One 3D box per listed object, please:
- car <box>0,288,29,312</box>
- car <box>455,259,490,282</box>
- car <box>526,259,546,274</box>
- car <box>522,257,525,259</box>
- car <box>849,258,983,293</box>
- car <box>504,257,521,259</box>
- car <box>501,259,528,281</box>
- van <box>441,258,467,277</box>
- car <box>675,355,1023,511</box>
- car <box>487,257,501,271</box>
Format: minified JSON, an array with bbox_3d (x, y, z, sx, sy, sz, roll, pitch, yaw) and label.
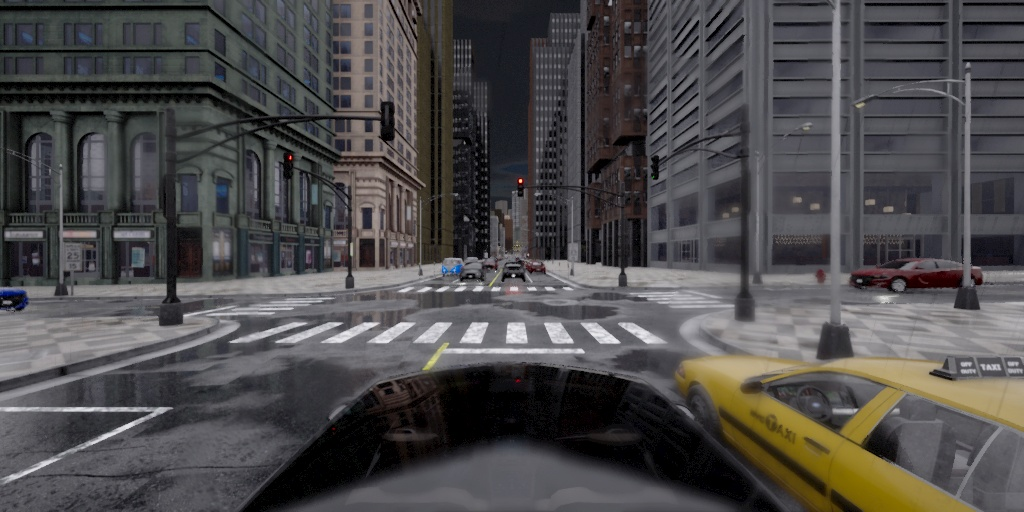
[{"bbox_3d":[-22.165,1.588,14.014,5.008,1.535,1.882,-1,0,0],"label":"car"},{"bbox_3d":[-3.072,1.254,28.885,1.837,1.490,4.892,0,0,0],"label":"car"},{"bbox_3d":[2.819,1.300,40.290,1.888,1.381,4.507,0,0,0],"label":"car"},{"bbox_3d":[2.832,1.291,57.036,1.751,1.417,4.829,0,0,0],"label":"car"},{"bbox_3d":[19.009,0.874,17.019,5.008,1.535,1.882,-1,0,0],"label":"car"},{"bbox_3d":[0.116,1.331,60.508,1.994,1.385,4.181,0,0,1],"label":"car"},{"bbox_3d":[0.127,1.256,29.962,1.837,1.490,4.892,0,0,0],"label":"car"},{"bbox_3d":[-5.743,1.093,34.792,1.690,1.789,3.998,0,0,0],"label":"van"},{"bbox_3d":[2.769,1.275,2.368,1.751,1.417,4.829,0,0,0],"label":"car"},{"bbox_3d":[-3.041,1.112,49.323,2.097,1.767,4.553,0,0,0],"label":"car"}]
